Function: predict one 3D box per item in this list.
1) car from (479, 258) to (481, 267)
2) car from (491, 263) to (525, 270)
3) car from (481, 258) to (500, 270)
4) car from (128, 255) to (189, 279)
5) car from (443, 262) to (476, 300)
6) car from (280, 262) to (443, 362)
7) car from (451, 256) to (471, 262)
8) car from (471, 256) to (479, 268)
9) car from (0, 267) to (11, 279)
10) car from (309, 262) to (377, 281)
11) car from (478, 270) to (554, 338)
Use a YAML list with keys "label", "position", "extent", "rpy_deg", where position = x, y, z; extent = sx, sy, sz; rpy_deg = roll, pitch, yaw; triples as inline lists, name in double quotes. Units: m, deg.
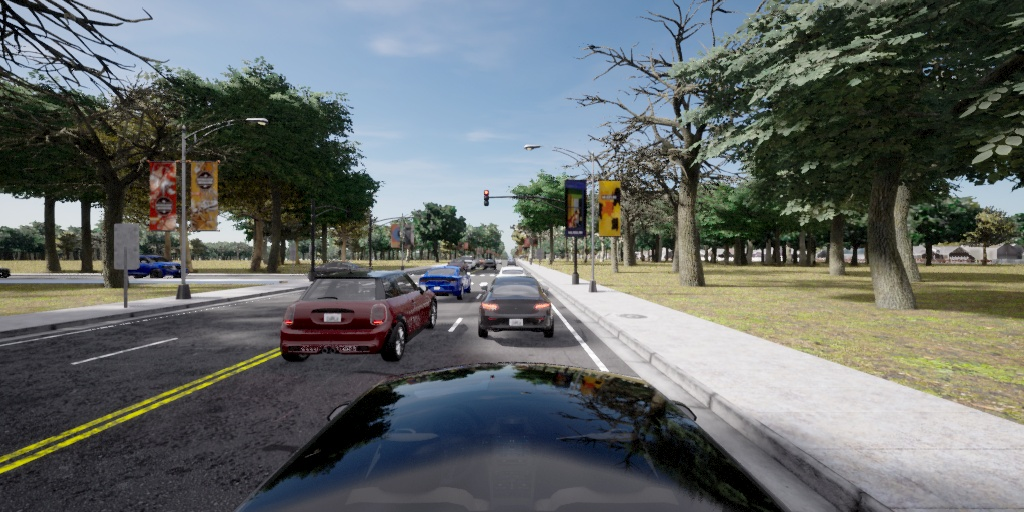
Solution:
- label: "car"
  position: [-6.634, 1.259, 63.336]
  extent: [1.882, 1.535, 5.008]
  rpy_deg: [0, 0, 0]
- label: "car"
  position: [0.044, 1.279, 19.214]
  extent: [1.812, 1.442, 4.674]
  rpy_deg: [0, 0, 0]
- label: "car"
  position: [-3.215, 1.278, 53.961]
  extent: [1.837, 1.490, 4.892]
  rpy_deg: [0, 0, 0]
- label: "car"
  position: [-30.445, 0.947, 29.944]
  extent: [5.566, 2.045, 2.150]
  rpy_deg: [0, 0, 0]
- label: "car"
  position: [-3.169, 1.230, 17.737]
  extent: [1.882, 1.535, 5.008]
  rpy_deg: [0, 0, 1]
- label: "car"
  position: [-3.157, 1.102, 8.410]
  extent: [2.097, 1.767, 4.553]
  rpy_deg: [0, 0, 0]
- label: "car"
  position: [-6.647, 1.116, 43.573]
  extent: [2.097, 1.767, 4.553]
  rpy_deg: [0, 0, 0]
- label: "car"
  position: [-6.656, 0.992, 53.130]
  extent: [2.150, 2.045, 5.566]
  rpy_deg: [0, 0, 0]
- label: "car"
  position: [-45.165, 1.188, 29.955]
  extent: [5.008, 1.535, 1.882]
  rpy_deg: [0, 0, 0]
- label: "car"
  position: [-14.204, 1.255, 30.332]
  extent: [4.892, 1.490, 1.837]
  rpy_deg: [0, 0, -6]
- label: "car"
  position: [0.091, 1.276, 10.111]
  extent: [1.812, 1.442, 4.674]
  rpy_deg: [0, 0, 0]
